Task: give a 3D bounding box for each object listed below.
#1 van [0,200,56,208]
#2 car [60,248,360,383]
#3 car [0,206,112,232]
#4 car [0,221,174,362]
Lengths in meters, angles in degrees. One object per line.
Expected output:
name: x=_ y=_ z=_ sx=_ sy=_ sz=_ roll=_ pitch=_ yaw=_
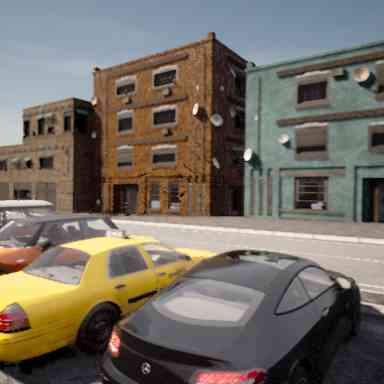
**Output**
van: x=-5.725 y=1.245 z=9.379 sx=1.878 sy=1.987 sz=4.442 roll=0 pitch=0 yaw=35
car: x=0.949 y=1.519 z=4.467 sx=2.002 sy=1.452 sz=4.674 roll=0 pitch=0 yaw=36
car: x=-3.561 y=1.348 z=7.729 sx=2.185 sy=1.767 sz=4.553 roll=0 pitch=0 yaw=36
car: x=-1.206 y=1.473 z=6.237 sx=1.946 sy=1.575 sz=5.366 roll=0 pitch=0 yaw=36
